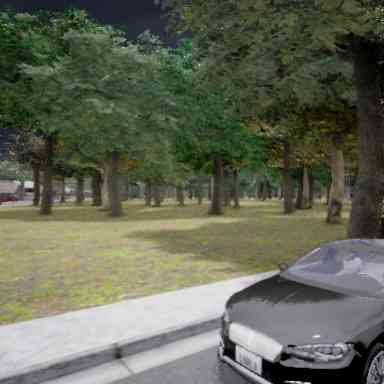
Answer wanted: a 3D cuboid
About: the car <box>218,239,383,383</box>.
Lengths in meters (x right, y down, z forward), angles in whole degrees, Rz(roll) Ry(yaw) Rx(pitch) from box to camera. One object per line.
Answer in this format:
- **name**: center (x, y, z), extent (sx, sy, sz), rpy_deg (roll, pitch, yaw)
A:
- **car**: center (2.581, 1.515, 4.936), extent (4.902, 1.511, 2.128), rpy_deg (0, 0, -36)
